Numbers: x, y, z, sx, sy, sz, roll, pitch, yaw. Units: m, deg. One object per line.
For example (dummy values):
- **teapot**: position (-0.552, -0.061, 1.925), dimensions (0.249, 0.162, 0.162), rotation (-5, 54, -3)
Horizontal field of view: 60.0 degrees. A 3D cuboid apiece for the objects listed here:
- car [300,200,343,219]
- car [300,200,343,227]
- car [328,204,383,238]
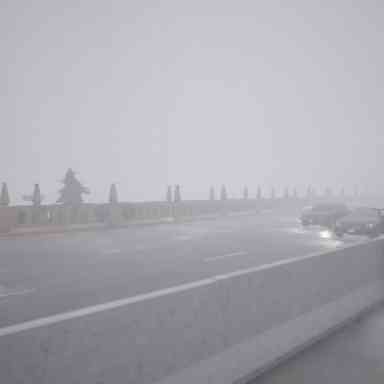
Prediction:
- **car**: position (11.378, 1.458, 29.062), dimensions (1.812, 1.442, 4.674), rotation (0, 0, 45)
- **car**: position (8.785, 1.453, 21.508), dimensions (1.837, 1.490, 4.892), rotation (0, 0, 45)
- **car**: position (8.800, 1.474, 16.597), dimensions (4.674, 1.442, 1.812), rotation (0, 0, -45)
